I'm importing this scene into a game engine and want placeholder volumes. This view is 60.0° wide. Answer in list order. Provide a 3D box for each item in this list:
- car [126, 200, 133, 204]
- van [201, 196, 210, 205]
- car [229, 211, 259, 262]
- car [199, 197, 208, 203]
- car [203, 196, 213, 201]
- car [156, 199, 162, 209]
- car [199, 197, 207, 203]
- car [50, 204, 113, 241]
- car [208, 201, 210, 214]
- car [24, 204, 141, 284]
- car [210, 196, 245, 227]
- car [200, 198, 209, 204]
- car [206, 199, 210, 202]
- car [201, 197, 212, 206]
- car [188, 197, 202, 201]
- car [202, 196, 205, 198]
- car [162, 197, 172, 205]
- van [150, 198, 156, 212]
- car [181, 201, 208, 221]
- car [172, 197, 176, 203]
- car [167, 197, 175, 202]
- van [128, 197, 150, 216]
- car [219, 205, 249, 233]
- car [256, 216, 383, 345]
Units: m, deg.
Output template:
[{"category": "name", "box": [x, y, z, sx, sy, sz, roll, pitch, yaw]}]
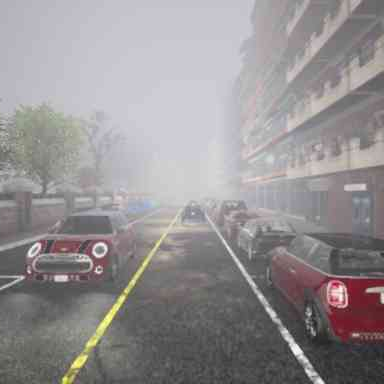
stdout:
[{"category": "car", "box": [-5.687, 1.553, 23.326, 1.967, 1.590, 4.097, 0, 0, 0]}, {"category": "van", "box": [2.692, 1.716, 68.367, 1.690, 1.788, 3.998, 0, 0, 0]}, {"category": "car", "box": [2.692, 1.608, 12.065, 2.008, 1.369, 4.403, 0, 0, 0]}, {"category": "car", "box": [2.692, 1.997, 79.627, 2.008, 1.369, 4.403, 0, 0, 0]}, {"category": "car", "box": [2.692, 1.643, 40.215, 1.967, 1.590, 4.097, 0, 0, 0]}, {"category": "car", "box": [-5.688, 1.786, 45.845, 2.008, 1.369, 4.403, 0, 0, 0]}, {"category": "car", "box": [2.692, 2.026, 85.257, 1.887, 1.381, 4.507, 0, 0, 0]}, {"category": "car", "box": [-5.688, 1.525, 17.697, 1.967, 1.590, 4.097, 0, 0, 0]}, {"category": "car", "box": [2.692, 1.692, 28.956, 2.008, 1.369, 4.403, 0, 0, 0]}, {"category": "car", "box": [-3.000, 1.399, 9.876, 2.097, 1.767, 4.553, 0, 0, 0]}, {"category": "car", "box": [2.693, 1.427, 23.326, 2.192, 1.841, 5.009, 0, 0, 0]}, {"category": "car", "box": [2.692, 1.976, 73.996, 1.947, 1.339, 4.313, 0, 0, 0]}, {"category": "car", "box": [2.692, 1.716, 34.586, 1.887, 1.381, 4.507, 0, 0, 0]}, {"category": "car", "box": [2.692, 1.779, 62.736, 1.967, 1.590, 4.097, 0, 0, 0]}, {"category": "car", "box": [0.101, 1.767, 46.921, 1.812, 1.442, 4.674, 0, -1, 0]}, {"category": "car", "box": [2.692, 1.584, 51.476, 2.192, 1.841, 5.009, 0, 0, 0]}, {"category": "car", "box": [-5.688, 1.899, 68.196, 1.752, 1.417, 4.829, 0, 0, 0]}, {"category": "van", "box": [-5.688, 1.544, 40.216, 1.690, 1.788, 3.998, 0, 0, 0]}, {"category": "car", "box": [0.100, 1.703, 28.620, 1.994, 1.385, 4.181, 0, 0, 0]}, {"category": "car", "box": [-5.688, 2.048, 85.258, 1.947, 1.339, 4.313, 0, 0, 0]}, {"category": "car", "box": [-5.689, 2.099, 90.888, 1.802, 1.307, 4.206, 0, 0, 0]}, {"category": "van", "box": [-5.688, 1.513, 34.587, 1.690, 1.788, 3.998, 0, 0, 0]}, {"category": "car", "box": [2.692, 1.629, 17.695, 1.887, 1.381, 4.507, 0, 0, 0]}, {"category": "car", "box": [2.693, 1.470, 6.436, 1.967, 1.590, 4.097, 0, 0, 0]}]
